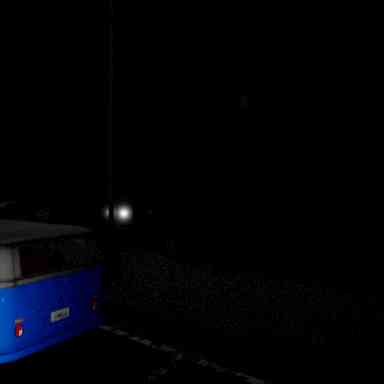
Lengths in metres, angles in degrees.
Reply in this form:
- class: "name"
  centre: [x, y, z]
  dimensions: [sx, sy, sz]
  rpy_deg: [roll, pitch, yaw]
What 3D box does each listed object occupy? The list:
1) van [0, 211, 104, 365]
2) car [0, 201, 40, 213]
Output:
- class: "van"
  centre: [-3.203, 1.341, 5.361]
  dimensions: [3.998, 1.788, 1.690]
  rpy_deg: [0, 0, 36]
- class: "car"
  centre: [-15.416, 1.517, 28.506]
  dimensions: [1.812, 1.442, 4.674]
  rpy_deg: [0, 0, 32]
